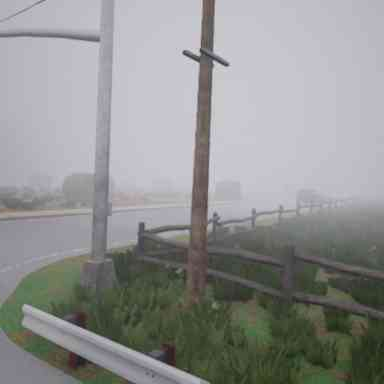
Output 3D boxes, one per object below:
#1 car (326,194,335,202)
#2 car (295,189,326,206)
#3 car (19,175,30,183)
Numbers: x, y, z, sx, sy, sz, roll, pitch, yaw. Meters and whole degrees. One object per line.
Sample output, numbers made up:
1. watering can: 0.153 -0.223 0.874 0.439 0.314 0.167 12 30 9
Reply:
1. car: 20.610 1.019 51.104 1.994 1.385 4.181 4 2 33
2. car: 14.868 0.701 42.199 2.150 2.045 5.566 4 2 34
3. car: -39.728 -3.042 79.537 1.905 1.878 3.866 8 2 -13
